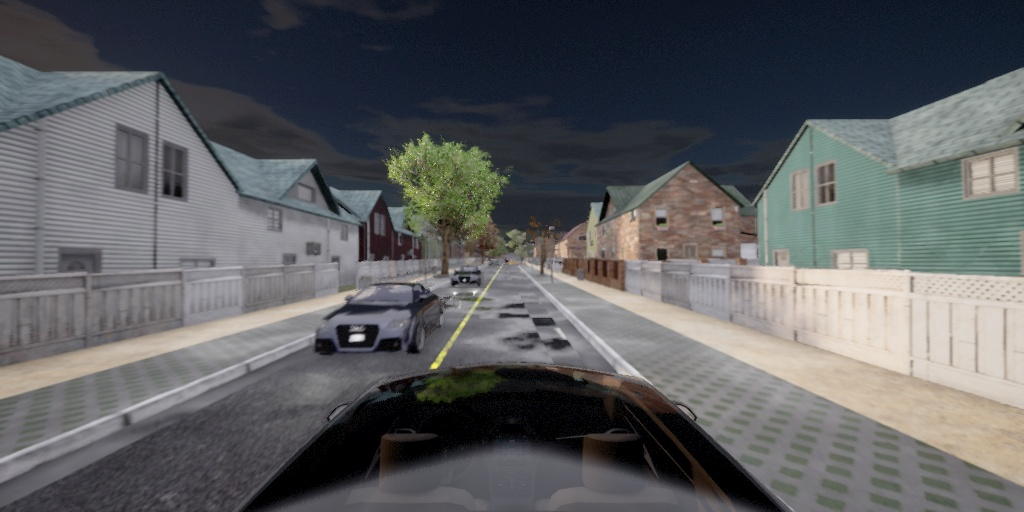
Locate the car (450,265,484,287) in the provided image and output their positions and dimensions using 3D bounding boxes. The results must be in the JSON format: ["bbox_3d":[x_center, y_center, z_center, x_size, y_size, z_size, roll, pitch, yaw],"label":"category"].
[{"bbox_3d":[-3.055,1.357,25.019,1.994,1.385,4.181,0,0,0],"label":"car"}]

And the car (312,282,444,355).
[{"bbox_3d":[-2.905,1.341,8.667,1.994,1.385,4.181,0,0,-1],"label":"car"}]
